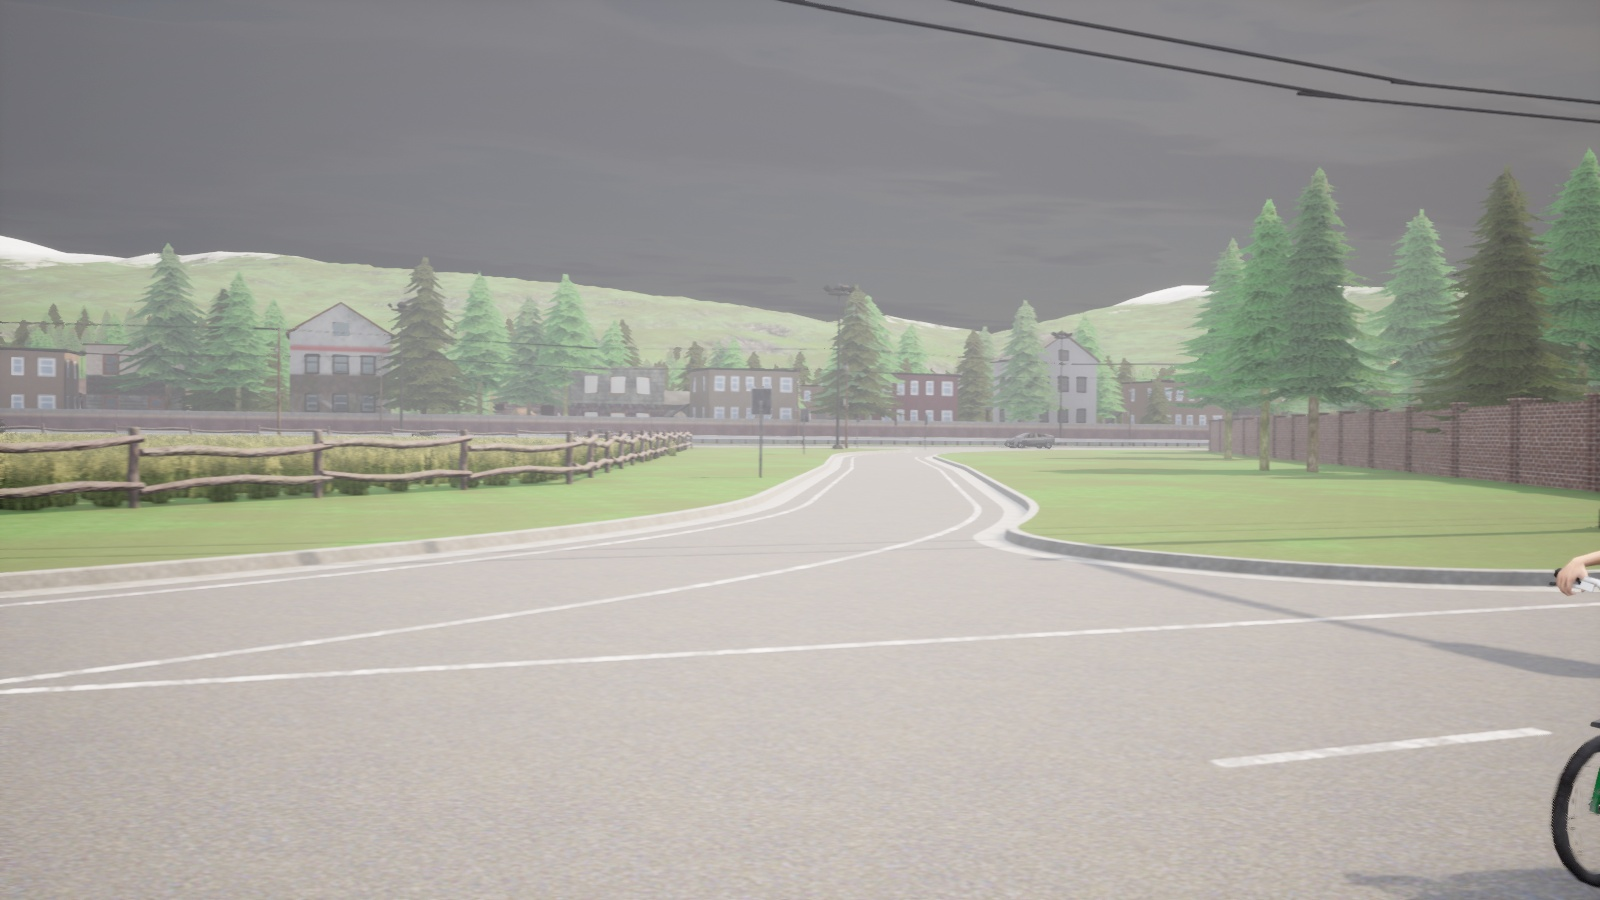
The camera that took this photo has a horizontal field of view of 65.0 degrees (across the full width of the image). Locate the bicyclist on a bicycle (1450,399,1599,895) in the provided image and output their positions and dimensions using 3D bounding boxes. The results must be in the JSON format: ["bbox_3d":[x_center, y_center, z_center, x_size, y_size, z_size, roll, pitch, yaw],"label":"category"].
[{"bbox_3d":[3.247,0.627,4.466,1.509,1.612,0.866,-1,1,-21],"label":"bicyclist on a bicycle"}]
